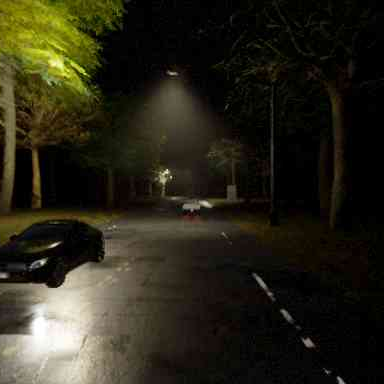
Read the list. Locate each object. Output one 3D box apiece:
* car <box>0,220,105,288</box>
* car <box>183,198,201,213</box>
[{"bbox_3d":[-3.947,1.564,9.568,1.812,1.442,4.674,0,0,4],"label":"car"},{"bbox_3d":[-0.005,1.708,38.019,1.895,1.301,4.718,0,0,0],"label":"car"}]
